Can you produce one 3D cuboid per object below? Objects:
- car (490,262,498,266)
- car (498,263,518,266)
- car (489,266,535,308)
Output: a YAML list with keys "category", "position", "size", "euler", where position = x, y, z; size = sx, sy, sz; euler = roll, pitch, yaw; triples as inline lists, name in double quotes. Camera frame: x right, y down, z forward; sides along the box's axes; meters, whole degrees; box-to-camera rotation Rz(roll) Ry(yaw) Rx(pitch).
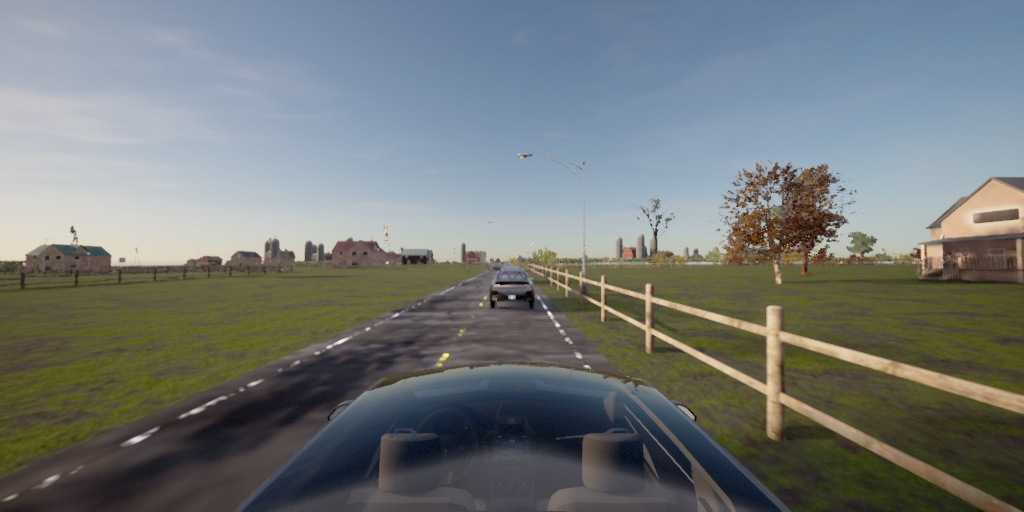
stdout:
- category: "car"
  position: [-2.747, 1.882, 62.296]
  size: [1.837, 1.490, 4.892]
  euler: [0, -1, 0]
- category: "car"
  position: [0.008, 1.523, 31.319]
  size: [1.882, 1.535, 5.008]
  euler: [0, 0, 0]
- category: "car"
  position: [0.005, 1.384, 16.151]
  size: [2.128, 1.511, 4.902]
  euler: [0, 0, 0]
